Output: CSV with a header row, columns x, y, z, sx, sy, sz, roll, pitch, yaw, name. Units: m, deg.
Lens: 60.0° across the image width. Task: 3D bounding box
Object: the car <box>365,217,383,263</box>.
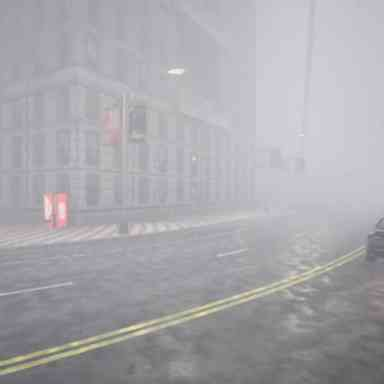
x,y,z,sx,sy,sz,roll,pitch,yaw,name
7.335,1.540,11.330,1.837,1.490,4.892,1,0,40,car
